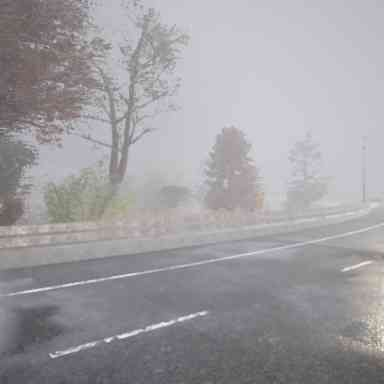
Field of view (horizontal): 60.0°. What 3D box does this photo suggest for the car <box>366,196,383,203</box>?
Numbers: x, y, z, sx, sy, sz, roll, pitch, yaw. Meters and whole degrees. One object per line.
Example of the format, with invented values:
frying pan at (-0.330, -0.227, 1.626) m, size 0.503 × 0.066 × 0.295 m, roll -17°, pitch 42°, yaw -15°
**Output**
car at (38.108, 1.587, 69.887) m, size 1.882 × 1.535 × 5.008 m, roll 0°, pitch 0°, yaw 10°
